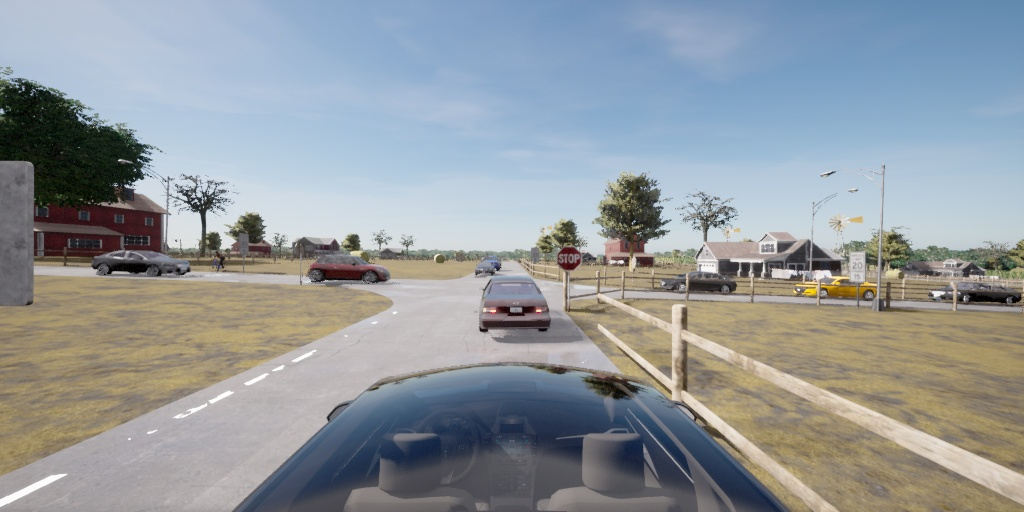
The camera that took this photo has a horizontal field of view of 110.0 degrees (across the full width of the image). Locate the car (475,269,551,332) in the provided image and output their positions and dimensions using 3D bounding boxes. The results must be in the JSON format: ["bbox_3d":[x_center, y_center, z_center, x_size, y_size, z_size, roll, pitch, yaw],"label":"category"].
[{"bbox_3d":[-0.032,1.299,10.844,2.033,1.411,5.357,0,0,-3],"label":"car"}]

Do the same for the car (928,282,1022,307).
[{"bbox_3d":[31.675,2.555,24.632,4.902,1.511,2.128,2,0,0],"label":"car"}]

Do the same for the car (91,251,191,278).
[{"bbox_3d":[-22.244,0.445,21.633,4.902,1.511,2.128,2,0,0],"label":"car"}]

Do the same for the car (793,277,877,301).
[{"bbox_3d":[22.199,2.155,24.628,5.008,1.535,1.882,2,0,0],"label":"car"}]

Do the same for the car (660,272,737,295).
[{"bbox_3d":[12.708,1.805,24.570,4.892,1.490,1.837,2,0,-2],"label":"car"}]

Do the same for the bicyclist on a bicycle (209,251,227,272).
[{"bbox_3d":[-22.612,0.407,27.619,0.582,1.620,1.656,2,0,0],"label":"bicyclist on a bicycle"}]

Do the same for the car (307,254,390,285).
[{"bbox_3d":[-9.968,0.767,22.205,4.553,1.767,2.097,2,0,-7],"label":"car"}]

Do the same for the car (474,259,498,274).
[{"bbox_3d":[-2.843,1.290,38.371,1.812,1.442,4.674,0,0,0],"label":"car"}]

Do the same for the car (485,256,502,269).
[{"bbox_3d":[-2.824,0.994,48.882,2.150,2.045,5.566,0,0,0],"label":"car"}]
